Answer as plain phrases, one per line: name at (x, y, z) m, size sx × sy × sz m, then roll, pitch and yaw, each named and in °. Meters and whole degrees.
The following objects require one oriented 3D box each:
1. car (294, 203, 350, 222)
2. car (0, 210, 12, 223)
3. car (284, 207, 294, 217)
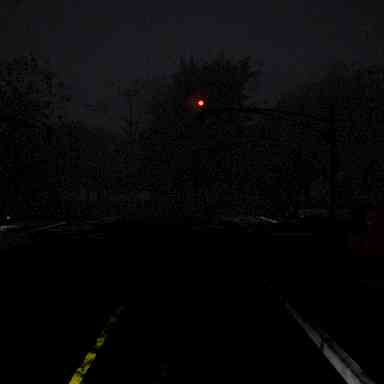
car at (10.908, 1.648, 26.338) m, size 4.718 × 1.301 × 1.895 m, roll 0°, pitch 0°, yaw -1°
car at (-14.896, 1.472, 22.807) m, size 4.674 × 1.442 × 1.812 m, roll 0°, pitch 0°, yaw 0°
car at (10.710, 1.651, 29.596) m, size 4.718 × 1.301 × 1.895 m, roll 0°, pitch 0°, yaw 0°
